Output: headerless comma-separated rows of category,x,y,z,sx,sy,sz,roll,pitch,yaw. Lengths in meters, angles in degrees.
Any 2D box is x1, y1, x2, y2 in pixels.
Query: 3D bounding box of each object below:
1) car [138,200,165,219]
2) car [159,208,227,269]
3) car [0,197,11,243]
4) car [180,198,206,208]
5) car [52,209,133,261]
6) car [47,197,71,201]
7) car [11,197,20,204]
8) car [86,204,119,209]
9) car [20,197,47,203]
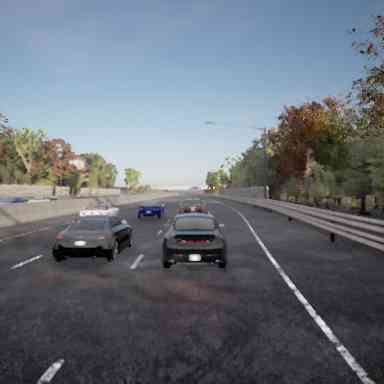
car,-3.413,1.406,28.585,1.882,1.535,5.008,0,0,0
car,0.082,1.473,11.082,1.837,1.490,4.892,0,0,0
car,-6.940,1.196,7.752,2.150,2.045,5.566,0,0,1
car,0.082,1.285,26.754,2.097,1.767,4.553,0,0,0
car,-3.415,1.531,12.184,1.994,1.385,4.181,0,0,0
car,-17.581,1.423,45.549,1.812,1.442,4.674,0,0,0
car,-24.575,1.423,45.539,1.812,1.442,4.674,0,0,0
car,-6.921,1.536,25.374,1.895,1.301,4.718,0,0,0
car,-21.077,1.423,45.549,1.812,1.442,4.674,0,0,0
